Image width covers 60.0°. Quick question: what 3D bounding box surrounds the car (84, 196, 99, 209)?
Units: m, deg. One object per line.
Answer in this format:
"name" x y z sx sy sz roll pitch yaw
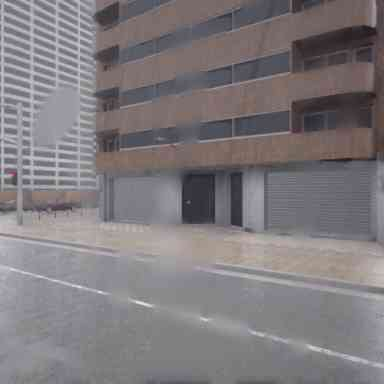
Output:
"car" -13.839 1.564 45.606 1.994 1.385 4.181 0 0 35

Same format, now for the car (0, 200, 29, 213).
"car" -19.532 1.547 37.405 2.033 1.411 5.357 0 0 35

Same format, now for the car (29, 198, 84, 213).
"car" -15.161 1.477 37.566 1.882 1.535 5.008 0 0 35
